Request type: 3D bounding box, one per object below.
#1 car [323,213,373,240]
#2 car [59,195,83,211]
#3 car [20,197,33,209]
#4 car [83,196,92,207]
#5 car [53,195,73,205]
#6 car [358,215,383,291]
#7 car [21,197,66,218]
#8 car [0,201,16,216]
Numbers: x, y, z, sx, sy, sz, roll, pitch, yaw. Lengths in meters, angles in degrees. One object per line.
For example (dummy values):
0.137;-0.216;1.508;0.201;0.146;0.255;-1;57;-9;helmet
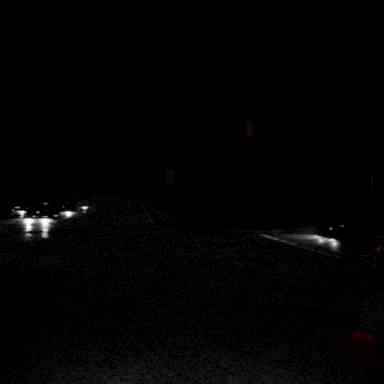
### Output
9.766;1.935;19.180;4.181;1.385;1.994;2;0;-13;car
-14.049;1.422;37.530;1.994;1.385;4.181;2;0;-9;car
-17.609;1.311;37.552;2.033;1.411;5.357;2;0;-10;car
-15.968;1.348;48.955;2.033;1.411;5.357;2;0;-9;car
-19.961;1.238;51.652;1.994;1.385;4.181;2;0;-9;car
6.543;1.568;7.556;4.553;1.767;2.097;2;0;-13;car
-12.435;1.413;28.125;1.994;1.385;4.181;2;0;-9;car
-15.695;1.354;26.336;1.895;1.301;4.718;2;0;-9;car
